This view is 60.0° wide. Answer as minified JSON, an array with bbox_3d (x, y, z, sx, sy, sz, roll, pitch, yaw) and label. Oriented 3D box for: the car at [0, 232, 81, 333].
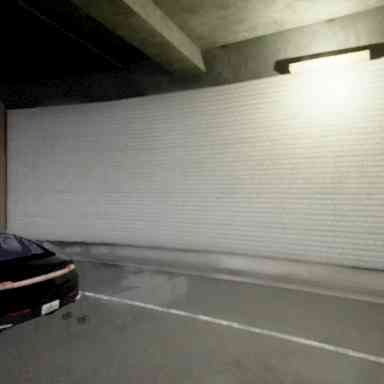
[{"bbox_3d":[-4.232,1.434,5.824,4.902,1.511,2.128,0,1,25],"label":"car"}]
